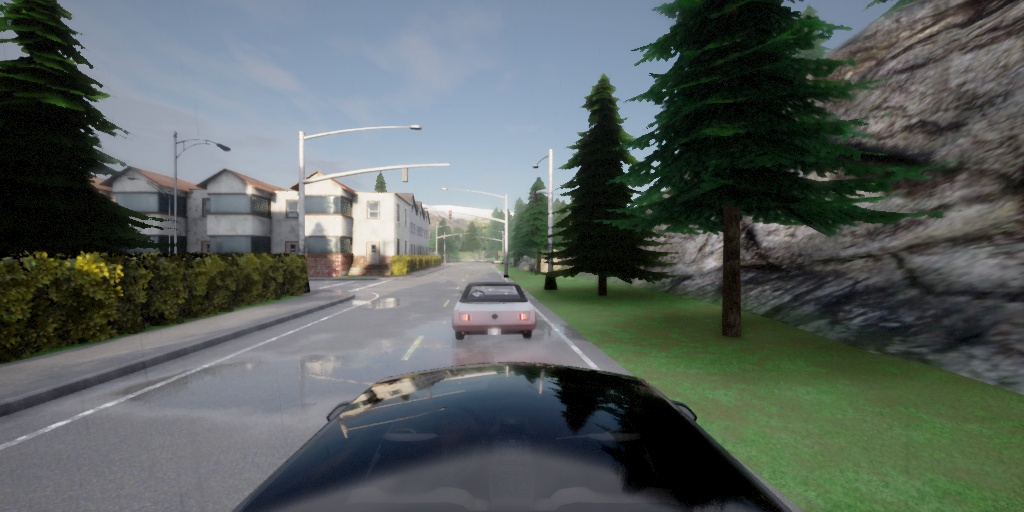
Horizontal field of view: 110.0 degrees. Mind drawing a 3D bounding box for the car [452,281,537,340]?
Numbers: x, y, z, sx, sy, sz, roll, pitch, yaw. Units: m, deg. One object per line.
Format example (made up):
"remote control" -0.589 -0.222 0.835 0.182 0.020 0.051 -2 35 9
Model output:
"car" -0.533 1.351 9.979 1.895 1.301 4.718 0 0 -4
